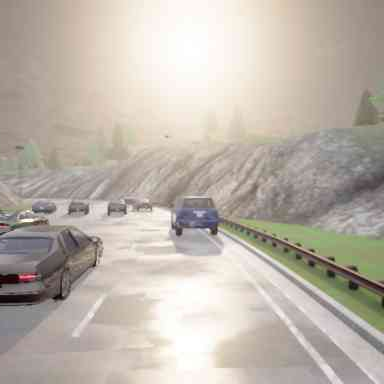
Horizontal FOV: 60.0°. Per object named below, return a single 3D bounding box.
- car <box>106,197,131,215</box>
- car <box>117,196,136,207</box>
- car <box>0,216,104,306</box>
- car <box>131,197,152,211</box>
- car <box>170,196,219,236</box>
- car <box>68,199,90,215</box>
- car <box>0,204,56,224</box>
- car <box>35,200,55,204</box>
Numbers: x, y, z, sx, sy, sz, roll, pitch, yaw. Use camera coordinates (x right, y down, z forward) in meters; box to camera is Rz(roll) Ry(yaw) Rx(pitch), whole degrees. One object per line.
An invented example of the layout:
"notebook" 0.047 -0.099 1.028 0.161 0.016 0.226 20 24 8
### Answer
"car" -7.798 1.484 34.281 2.128 1.511 4.902 0 0 -15
"car" -10.407 1.493 52.744 1.837 1.490 4.892 0 0 -24
"car" -3.603 1.546 8.224 2.033 1.411 5.357 0 0 -3
"car" -6.025 1.517 40.467 1.812 1.442 4.674 0 0 -18
"car" 0.033 1.219 18.662 2.150 2.045 5.566 0 0 -8
"car" -11.614 1.485 34.237 2.128 1.511 4.902 0 0 -16
"car" -7.683 1.489 14.337 2.128 1.511 4.902 0 0 -6
"car" -15.402 1.557 34.702 1.994 1.385 4.181 0 0 -16
